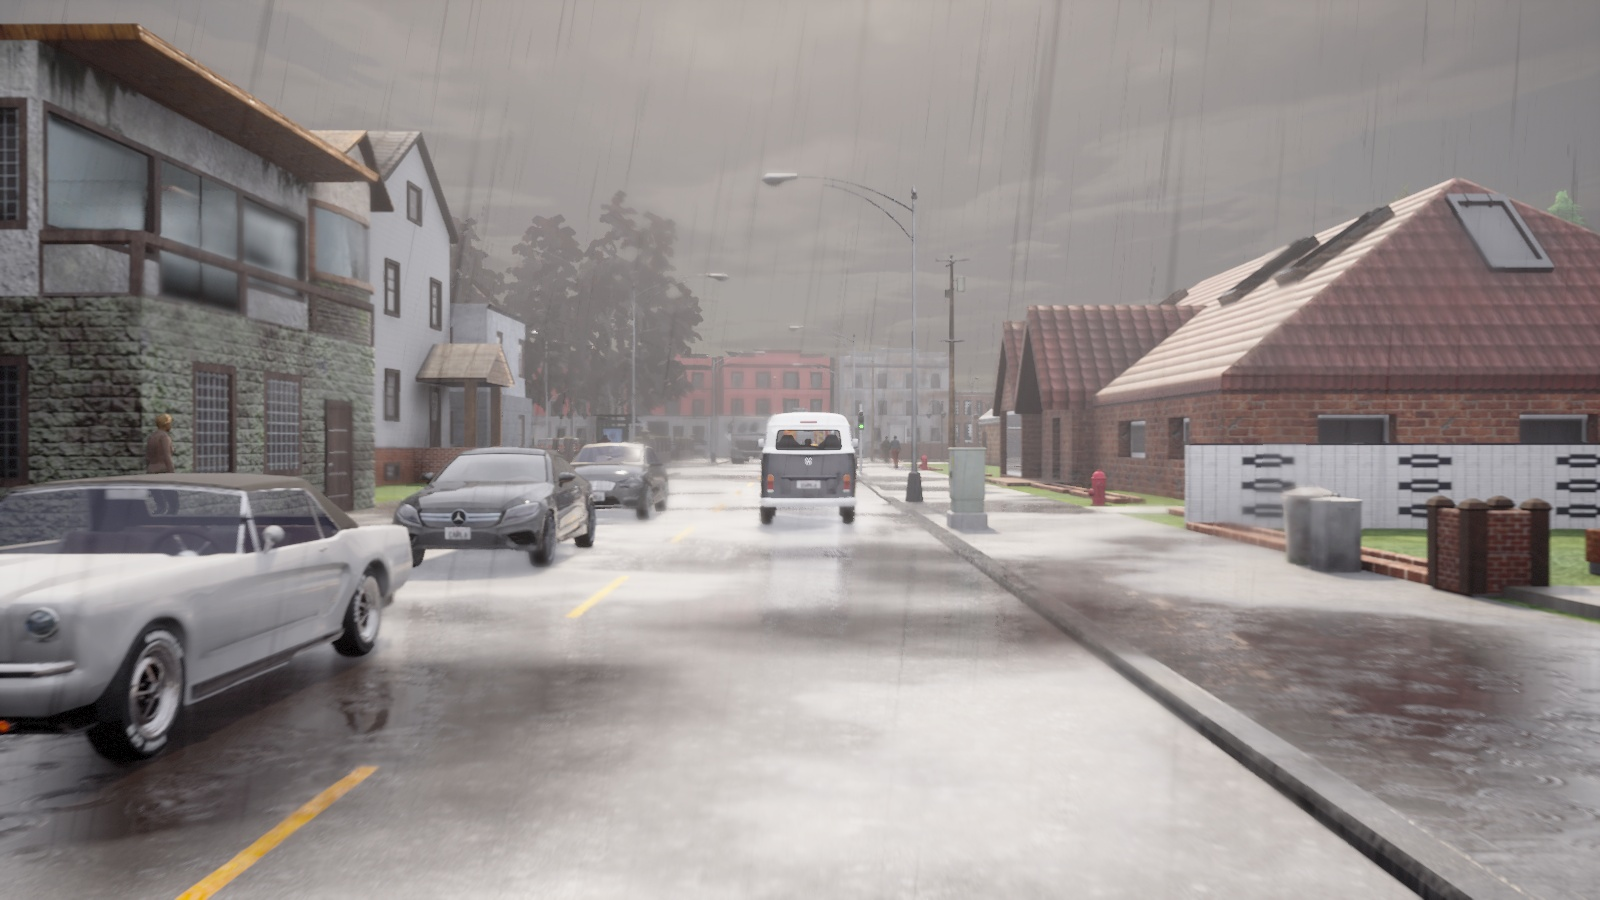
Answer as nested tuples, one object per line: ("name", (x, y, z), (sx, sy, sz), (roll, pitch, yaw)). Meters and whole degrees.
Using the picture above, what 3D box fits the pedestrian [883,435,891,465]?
("pedestrian", (5.618, 0.003, 81.241), (0.395, 1.930, 0.692), (0, 0, 11))

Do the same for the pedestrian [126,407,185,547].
("pedestrian", (-8.686, 0.354, 16.940), (0.331, 1.846, 0.634), (0, 0, 26))

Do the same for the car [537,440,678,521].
("car", (-3.827, 0.554, 25.851), (2.128, 1.511, 4.902), (0, 0, 0))

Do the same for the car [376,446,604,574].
("car", (-3.885, 0.676, 16.576), (1.812, 1.442, 4.674), (0, 0, 1))

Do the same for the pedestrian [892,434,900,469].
("pedestrian", (5.132, 0.075, 67.350), (0.353, 1.847, 0.614), (0, 0, -2))

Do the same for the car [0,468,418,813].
("car", (-3.940, 0.802, 7.438), (1.895, 1.301, 4.718), (0, 0, 0))

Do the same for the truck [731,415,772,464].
("truck", (-3.524, -0.759, 92.335), (2.891, 3.462, 7.936), (0, 0, -1))

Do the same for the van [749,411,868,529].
("van", (0.162, 0.335, 24.017), (2.069, 2.038, 4.480), (0, 0, 0))
